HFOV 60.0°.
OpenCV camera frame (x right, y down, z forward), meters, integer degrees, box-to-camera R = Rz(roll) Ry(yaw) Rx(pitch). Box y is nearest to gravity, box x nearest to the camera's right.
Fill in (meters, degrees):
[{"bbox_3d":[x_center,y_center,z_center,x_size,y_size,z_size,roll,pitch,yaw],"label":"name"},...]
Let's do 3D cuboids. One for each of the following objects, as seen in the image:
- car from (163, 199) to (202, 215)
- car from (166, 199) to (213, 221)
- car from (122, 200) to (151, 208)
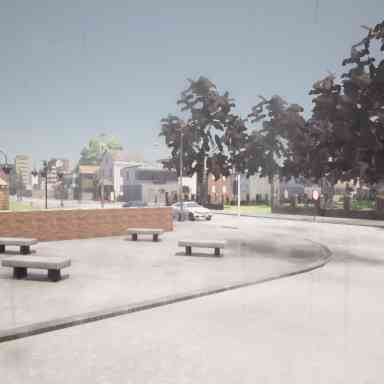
[{"bbox_3d":[-1.092,1.505,35.627,1.837,1.490,4.892,0,0,-36],"label":"car"},{"bbox_3d":[-0.267,1.526,27.279,1.812,1.442,4.674,0,0,-36],"label":"car"},{"bbox_3d":[-5.865,1.564,35.164,1.994,1.385,4.181,0,0,-35],"label":"car"}]
